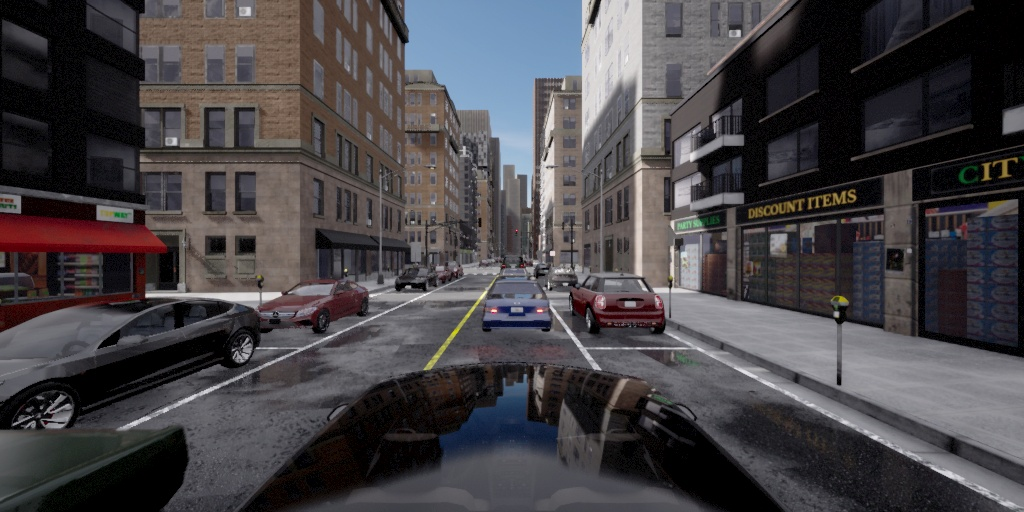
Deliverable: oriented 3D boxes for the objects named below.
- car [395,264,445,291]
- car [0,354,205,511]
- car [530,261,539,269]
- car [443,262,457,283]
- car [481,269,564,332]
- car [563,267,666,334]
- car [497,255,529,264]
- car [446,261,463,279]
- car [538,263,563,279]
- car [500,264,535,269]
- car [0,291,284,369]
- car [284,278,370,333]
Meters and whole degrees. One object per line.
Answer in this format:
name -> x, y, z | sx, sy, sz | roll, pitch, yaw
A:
car -> -5.626, 1.316, 21.651 | 1.948, 1.339, 4.313 | 0, 0, 0
car -> -3.110, 1.351, 0.141 | 1.895, 1.301, 4.718 | 0, 0, 0
car -> 2.926, 1.319, 32.633 | 1.948, 1.339, 4.313 | 0, 0, 0
car -> -5.613, 1.334, 27.152 | 1.802, 1.307, 4.207 | 0, 0, 0
car -> 0.120, 1.297, 10.843 | 2.033, 1.411, 5.357 | 0, 0, 0
car -> 2.874, 1.189, 10.628 | 1.967, 1.591, 4.097 | 0, 0, 0
car -> 0.075, 0.974, 31.380 | 2.150, 2.045, 5.566 | 0, 0, -1
car -> -5.600, 1.193, 32.654 | 1.967, 1.591, 4.097 | 0, 0, 0
car -> 2.899, 1.301, 21.631 | 2.007, 1.370, 4.403 | 0, 0, 0
car -> 0.142, 1.352, 21.349 | 1.895, 1.301, 4.718 | 0, 0, 0
car -> -5.665, 1.315, 5.147 | 1.948, 1.339, 4.313 | 0, 0, 0
car -> -5.652, 1.332, 10.648 | 1.802, 1.307, 4.207 | 0, 0, 0
